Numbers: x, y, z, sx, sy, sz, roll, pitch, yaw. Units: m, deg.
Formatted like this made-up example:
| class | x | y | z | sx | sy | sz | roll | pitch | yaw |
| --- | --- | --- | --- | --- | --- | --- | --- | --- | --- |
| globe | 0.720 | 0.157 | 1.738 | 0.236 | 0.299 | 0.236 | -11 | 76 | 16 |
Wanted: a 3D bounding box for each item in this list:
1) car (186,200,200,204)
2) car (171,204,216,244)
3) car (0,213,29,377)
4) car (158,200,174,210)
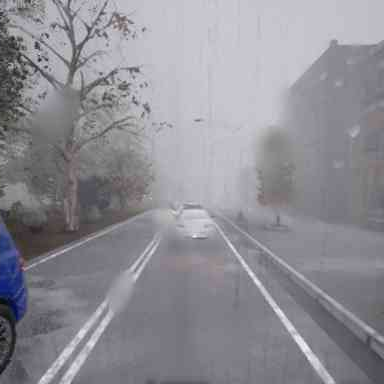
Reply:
| class | x | y | z | sx | sy | sz | roll | pitch | yaw |
| --- | --- | --- | --- | --- | --- | --- | --- | --- | --- |
| car | 0.081 | 1.567 | 33.070 | 1.812 | 1.442 | 4.674 | 0 | 0 | 0 |
| car | 0.102 | 1.524 | 15.709 | 1.812 | 1.442 | 4.674 | 0 | 0 | 0 |
| car | -3.349 | 1.222 | 2.382 | 2.150 | 2.045 | 5.566 | 0 | 0 | 0 |
| car | -3.384 | 1.741 | 44.396 | 1.895 | 1.301 | 4.718 | 0 | -1 | 0 |
